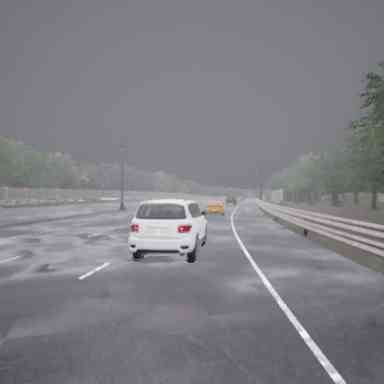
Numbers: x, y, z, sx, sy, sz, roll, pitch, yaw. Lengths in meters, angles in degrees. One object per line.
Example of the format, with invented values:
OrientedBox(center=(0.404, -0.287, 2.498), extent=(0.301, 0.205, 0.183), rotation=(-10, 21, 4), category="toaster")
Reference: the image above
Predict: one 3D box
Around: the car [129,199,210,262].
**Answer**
OrientedBox(center=(-0.690, 1.290, 12.715), extent=(2.150, 2.045, 5.566), rotation=(0, 0, 7), category="car")

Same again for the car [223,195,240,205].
OrientedBox(center=(8.326, 1.646, 70.408), extent=(2.150, 2.045, 5.566), rotation=(0, 0, 10), category="car")

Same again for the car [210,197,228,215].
OrientedBox(center=(2.601, 1.678, 36.226), extent=(1.882, 1.535, 5.008), rotation=(0, 0, 9), category="car")
